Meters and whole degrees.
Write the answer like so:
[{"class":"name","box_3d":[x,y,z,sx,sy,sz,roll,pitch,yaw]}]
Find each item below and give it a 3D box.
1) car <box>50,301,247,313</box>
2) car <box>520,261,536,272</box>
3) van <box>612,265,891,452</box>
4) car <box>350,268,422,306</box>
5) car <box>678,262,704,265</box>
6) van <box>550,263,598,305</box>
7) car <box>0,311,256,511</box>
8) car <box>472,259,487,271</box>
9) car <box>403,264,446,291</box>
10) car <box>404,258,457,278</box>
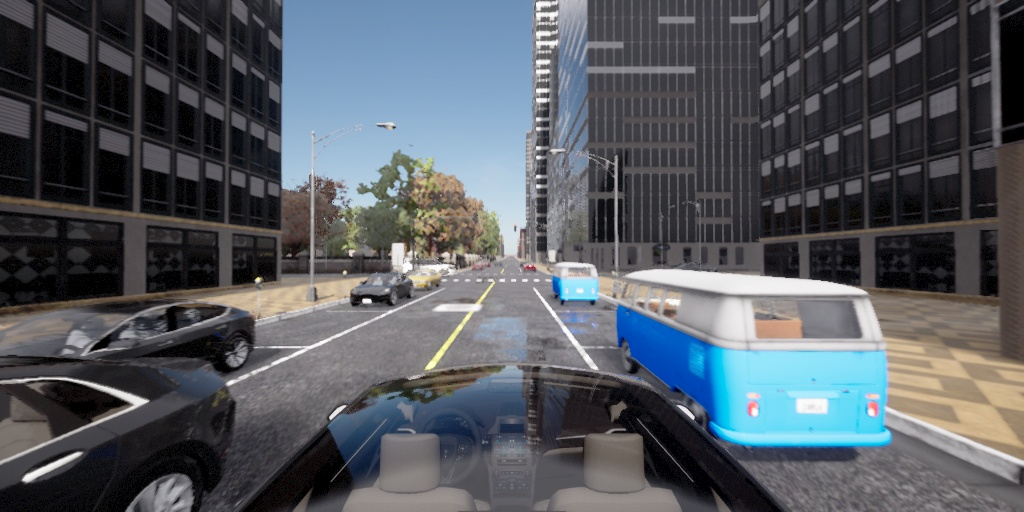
[{"class":"car","box_3d":[-5.692,1.344,5.054,1.948,1.339,4.313,0,0,0]},{"class":"car","box_3d":[2.668,1.582,54.581,1.967,1.591,4.097,0,0,0]},{"class":"van","box_3d":[2.689,1.119,5.059,1.690,1.789,3.998,0,0,0]},{"class":"car","box_3d":[-5.778,1.430,16.451,1.948,1.339,4.313,0,0,0]},{"class":"car","box_3d":[19.091,1.419,37.447,4.902,1.511,2.128,0,-1,1]},{"class":"van","box_3d":[2.765,1.205,16.456,1.690,1.789,3.998,0,0,0]},{"class":"car","box_3d":[-3.100,1.247,0.829,1.837,1.490,4.892,0,-1,0]},{"class":"car","box_3d":[-5.716,1.728,60.255,1.888,1.381,4.507,0,0,0]},{"class":"car","box_3d":[-5.829,1.443,23.685,1.751,1.417,4.829,0,0,0]},{"class":"car","box_3d":[-8.716,1.271,38.024,5.566,2.045,2.150,0,-1,1]}]
